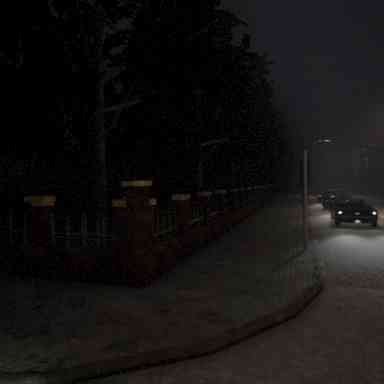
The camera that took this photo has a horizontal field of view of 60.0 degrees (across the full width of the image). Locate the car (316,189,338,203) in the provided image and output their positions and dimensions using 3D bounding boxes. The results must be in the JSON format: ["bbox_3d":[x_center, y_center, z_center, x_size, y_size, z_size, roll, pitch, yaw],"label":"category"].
[{"bbox_3d":[14.503,0.404,35.922,1.895,1.301,4.718,0,2,19],"label":"car"}]

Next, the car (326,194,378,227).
[{"bbox_3d":[8.370,0.990,17.532,1.895,1.301,4.718,0,2,18],"label":"car"}]

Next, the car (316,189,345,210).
[{"bbox_3d":[11.326,0.597,26.425,2.128,1.511,4.902,0,2,18],"label":"car"}]
